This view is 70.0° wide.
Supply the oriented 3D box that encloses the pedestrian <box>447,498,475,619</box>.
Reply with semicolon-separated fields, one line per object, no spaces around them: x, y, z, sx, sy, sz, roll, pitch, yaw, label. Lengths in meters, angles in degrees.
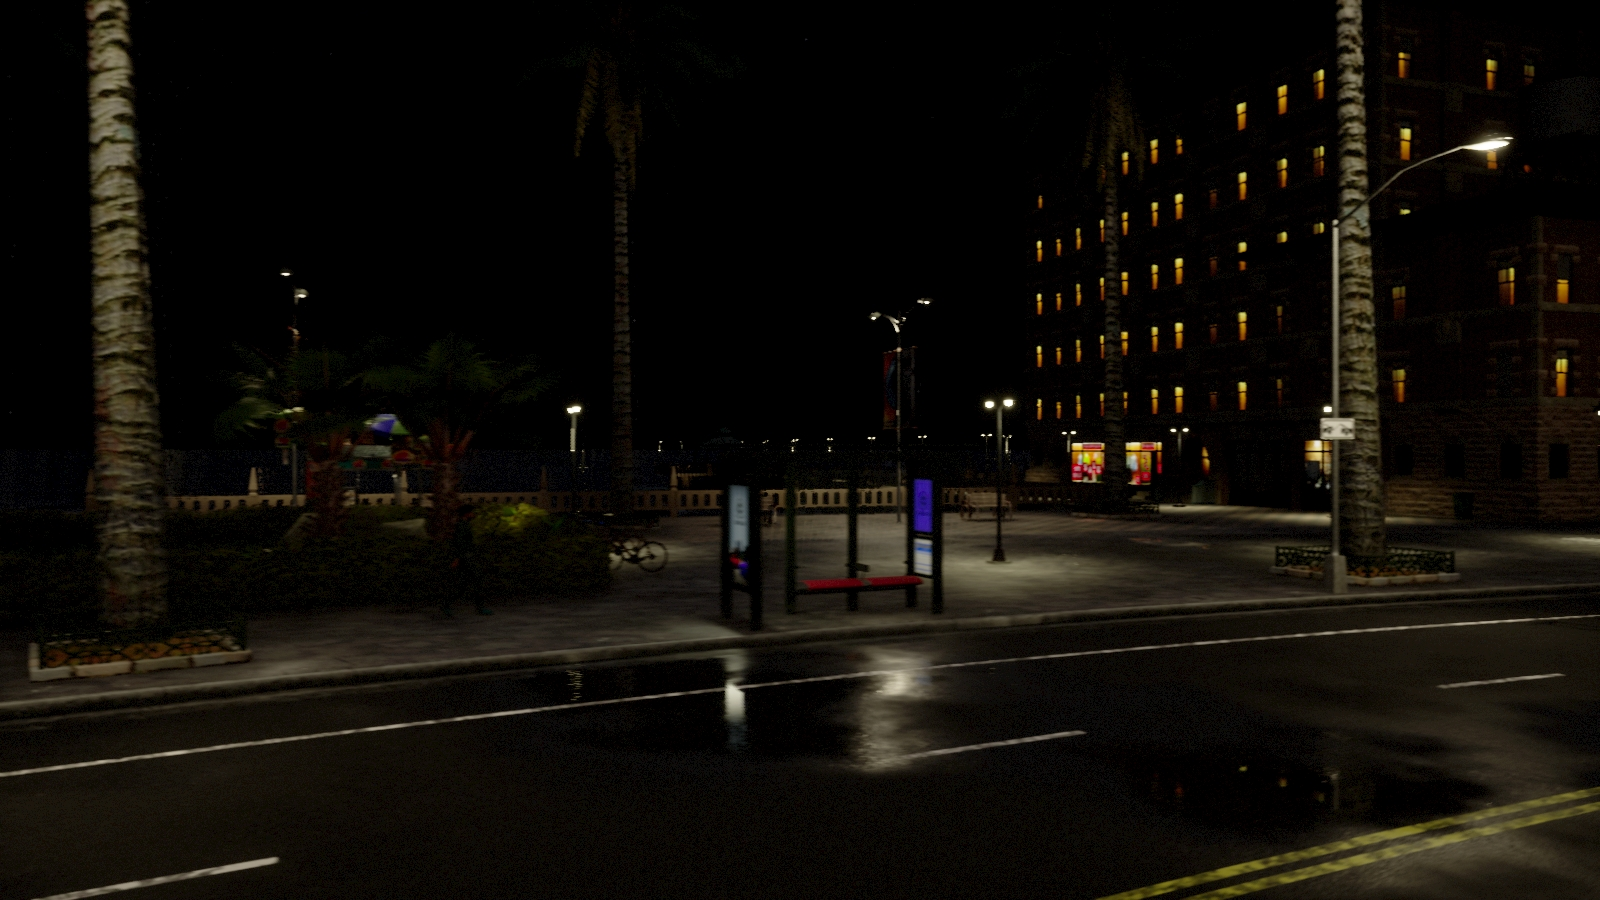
-5.336;1.694;17.987;0.375;1.860;0.375;0;0;-25;pedestrian
